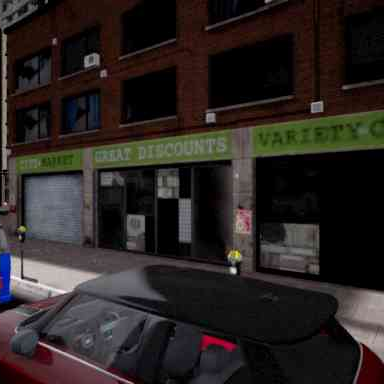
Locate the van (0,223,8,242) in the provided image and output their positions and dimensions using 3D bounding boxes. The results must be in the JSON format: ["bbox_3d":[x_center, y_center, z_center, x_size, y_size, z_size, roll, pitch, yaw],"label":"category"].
[{"bbox_3d":[-5.123,1.341,6.379,3.998,1.788,1.690,0,0,35],"label":"van"}]

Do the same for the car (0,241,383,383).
[{"bbox_3d":[-0.490,1.440,3.075,4.097,1.590,1.967,0,0,35],"label":"car"}]
